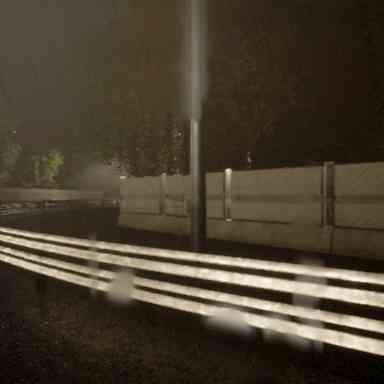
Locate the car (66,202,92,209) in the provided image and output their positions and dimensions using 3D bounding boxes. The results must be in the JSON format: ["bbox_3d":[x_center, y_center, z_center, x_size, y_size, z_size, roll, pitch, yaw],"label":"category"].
[{"bbox_3d":[-17.116,1.866,50.864,1.895,1.301,4.718,0,0,13],"label":"car"}]

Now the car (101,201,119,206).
[{"bbox_3d":[-14.861,1.900,60.921,1.895,1.301,4.718,0,0,13],"label":"car"}]
